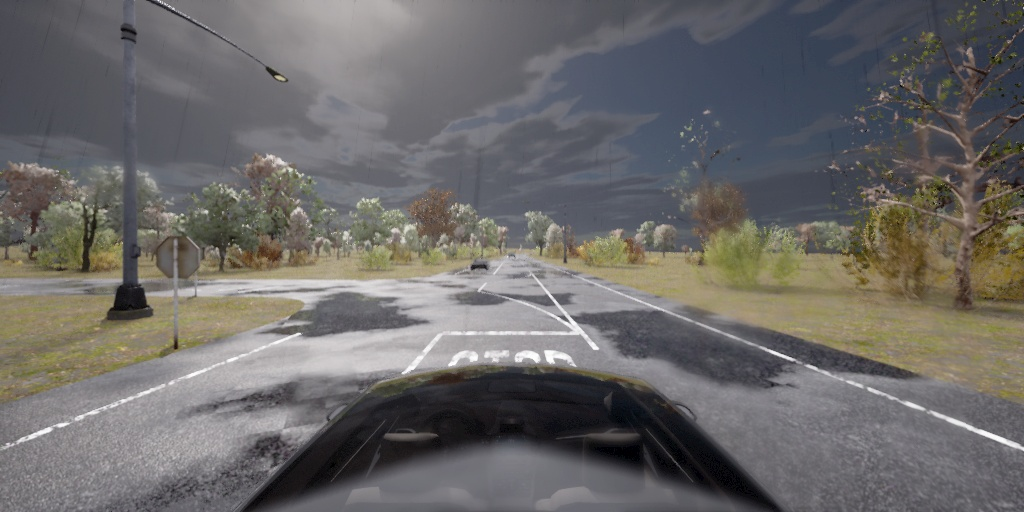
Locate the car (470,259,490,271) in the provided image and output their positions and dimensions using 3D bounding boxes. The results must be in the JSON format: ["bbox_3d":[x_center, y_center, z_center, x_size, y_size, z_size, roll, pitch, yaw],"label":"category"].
[{"bbox_3d":[-3.414,0.950,38.847,1.895,1.301,4.718,0,1,0],"label":"car"}]
